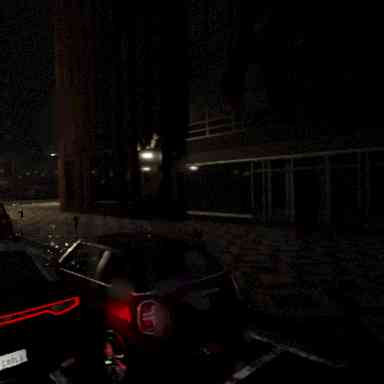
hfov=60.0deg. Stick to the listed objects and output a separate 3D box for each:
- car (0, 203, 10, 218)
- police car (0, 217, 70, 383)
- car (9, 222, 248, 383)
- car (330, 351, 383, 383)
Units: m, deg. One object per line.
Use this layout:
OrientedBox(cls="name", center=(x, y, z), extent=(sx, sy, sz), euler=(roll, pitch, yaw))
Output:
OrientedBox(cls="car", center=(-8.918, 1.302, 13.579), extent=(2.192, 1.841, 5.009), euler=(-3, 2, -43))
OrientedBox(cls="police car", center=(-3.497, 1.417, 5.080), extent=(1.930, 1.638, 5.238), euler=(-2, 1, -43))
OrientedBox(cls="car", center=(-1.208, 1.370, 5.356), extent=(1.967, 1.590, 4.097), euler=(-3, 2, -43))
OrientedBox(cls="car", center=(2.649, 1.485, 1.246), extent=(1.802, 1.307, 4.206), euler=(-3, 2, -43))
